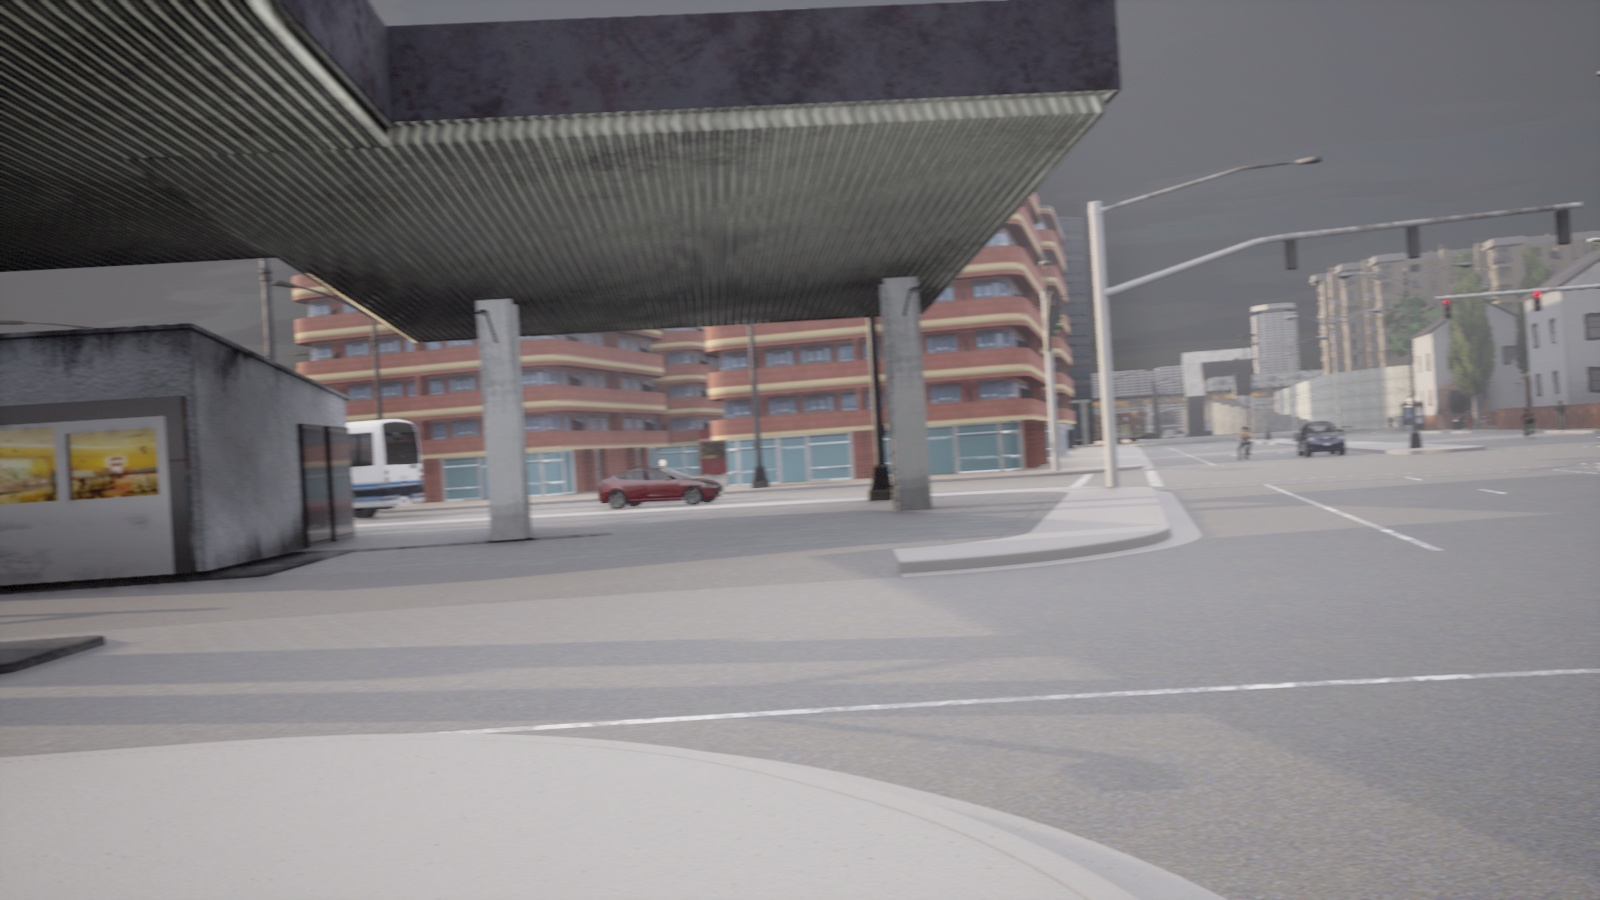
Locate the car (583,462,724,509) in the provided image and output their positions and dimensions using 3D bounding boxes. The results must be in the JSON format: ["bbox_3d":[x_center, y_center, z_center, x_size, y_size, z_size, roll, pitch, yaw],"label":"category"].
[{"bbox_3d":[-5.541,1.349,47.670,4.792,1.488,2.163,-3,0,14],"label":"car"}]

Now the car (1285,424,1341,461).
[{"bbox_3d":[24.367,-0.379,59.768,1.851,1.617,3.988,-3,0,14],"label":"car"}]

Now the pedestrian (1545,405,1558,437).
[{"bbox_3d":[46.505,-1.798,77.688,0.402,1.930,0.666,-3,0,14],"label":"pedestrian"}]

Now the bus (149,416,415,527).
[{"bbox_3d":[-22.777,0.949,55.402,10.273,4.253,3.944,-3,0,14],"label":"bus"}]
